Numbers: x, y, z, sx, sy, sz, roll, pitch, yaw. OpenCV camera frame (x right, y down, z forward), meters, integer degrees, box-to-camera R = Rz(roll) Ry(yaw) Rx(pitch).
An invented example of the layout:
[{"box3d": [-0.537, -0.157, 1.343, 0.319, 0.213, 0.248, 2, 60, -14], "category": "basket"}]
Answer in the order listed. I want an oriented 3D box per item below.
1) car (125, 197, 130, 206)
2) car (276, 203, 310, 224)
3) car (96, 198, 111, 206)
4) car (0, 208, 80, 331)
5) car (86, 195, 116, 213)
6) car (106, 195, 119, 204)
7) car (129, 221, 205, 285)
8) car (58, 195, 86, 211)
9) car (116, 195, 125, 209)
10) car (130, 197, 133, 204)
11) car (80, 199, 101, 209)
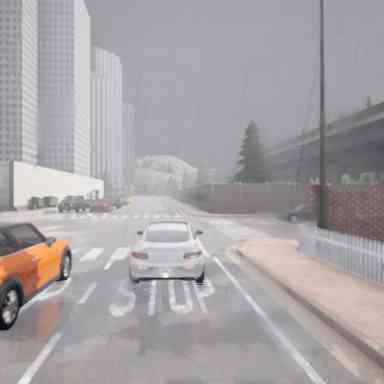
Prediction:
[{"box3d": [-12.528, 1.758, 58.818, 1.812, 1.442, 4.674, 0, 0, -5], "category": "car"}, {"box3d": [8.965, 1.633, 25.778, 4.892, 1.490, 1.837, 0, 0, -6], "category": "car"}, {"box3d": [-16.231, 1.849, 61.102, 1.895, 1.301, 4.718, 0, 0, -5], "category": "car"}, {"box3d": [-4.122, 1.386, 7.042, 2.097, 1.767, 4.553, 0, 0, -4], "category": "car"}, {"box3d": [-10.736, 1.513, 39.539, 2.097, 1.767, 4.553, 0, 0, -5], "category": "car"}, {"box3d": [-17.249, 1.643, 72.235, 2.097, 1.767, 4.553, 0, 0, -5], "category": "car"}, {"box3d": [-0.643, 1.561, 9.546, 1.812, 1.442, 4.674, 0, 0, -2], "category": "car"}, {"box3d": [-14.301, 1.392, 40.052, 2.150, 2.045, 5.566, 0, 0, -5], "category": "car"}, {"box3d": [-11.639, 1.418, 49.073, 2.150, 2.045, 5.566, 0, 0, -6], "category": "car"}, {"box3d": [-13.436, 1.747, 69.098, 1.882, 1.535, 5.008, 0, 0, -5], "category": "car"}, {"box3d": [-15.258, 1.756, 50.250, 2.033, 1.411, 5.357, 0, 0, -5], "category": "car"}]
